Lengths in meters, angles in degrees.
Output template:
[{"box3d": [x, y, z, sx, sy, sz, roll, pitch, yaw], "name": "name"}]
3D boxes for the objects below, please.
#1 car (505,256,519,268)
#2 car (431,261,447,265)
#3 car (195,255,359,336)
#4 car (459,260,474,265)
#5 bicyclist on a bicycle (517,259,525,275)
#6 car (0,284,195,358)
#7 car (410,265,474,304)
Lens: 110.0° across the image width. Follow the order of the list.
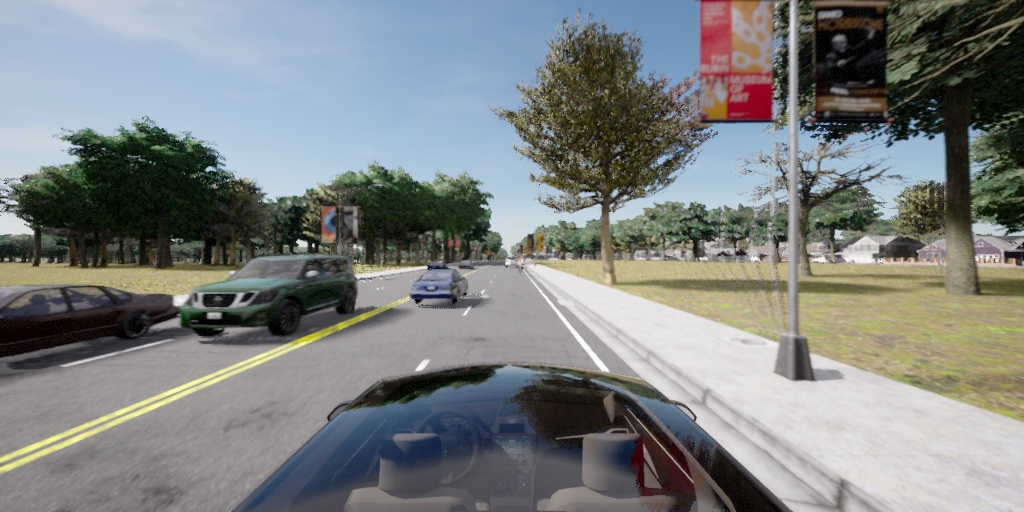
[{"box3d": [0.006, 0.989, 61.022, 2.150, 2.045, 5.566, 0, 0, 0], "name": "car"}, {"box3d": [-9.828, 1.358, 47.110, 1.895, 1.301, 4.718, 0, 0, 0], "name": "car"}, {"box3d": [-6.600, 0.971, 10.712, 2.150, 2.045, 5.566, 0, 0, 0], "name": "car"}, {"box3d": [-6.566, 1.308, 52.179, 2.033, 1.411, 5.357, 0, 0, 0], "name": "car"}, {"box3d": [0.889, 1.187, 35.816, 0.866, 1.612, 1.509, 0, 0, 0], "name": "bicyclist on a bicycle"}, {"box3d": [-9.851, 1.298, 7.236, 2.033, 1.411, 5.357, 0, 0, 0], "name": "car"}, {"box3d": [-3.150, 1.296, 16.453, 2.033, 1.411, 5.357, 0, 0, 0], "name": "car"}]
